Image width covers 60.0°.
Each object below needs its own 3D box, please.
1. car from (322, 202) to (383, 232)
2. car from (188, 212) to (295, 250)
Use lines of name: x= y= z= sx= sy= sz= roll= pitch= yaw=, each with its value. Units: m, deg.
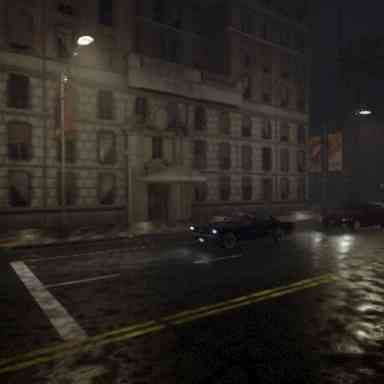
car: x=9.601 y=1.345 z=19.353 sx=5.008 sy=1.535 sz=1.882 roll=0 pitch=0 yaw=-34
car: x=2.170 y=1.532 z=14.129 sx=4.718 sy=1.301 sz=1.895 roll=0 pitch=0 yaw=-35
